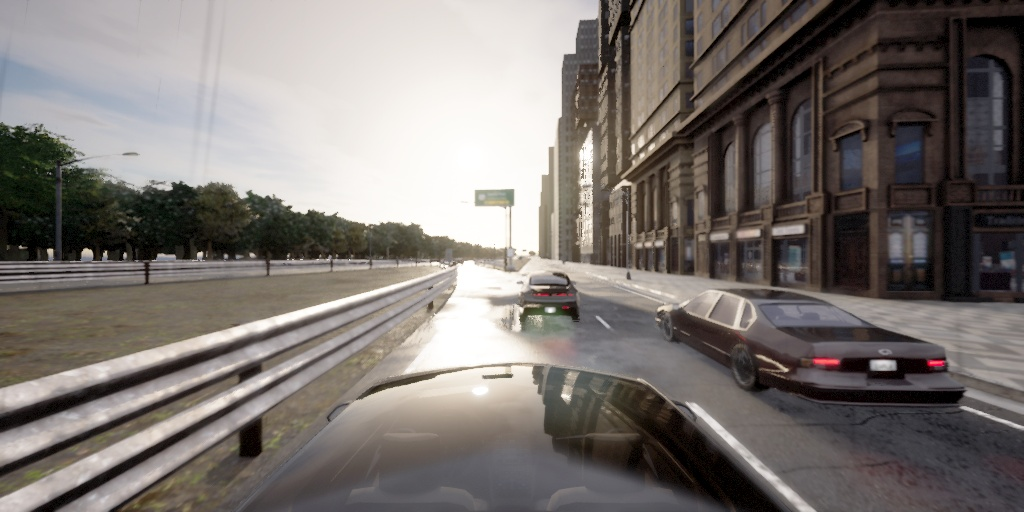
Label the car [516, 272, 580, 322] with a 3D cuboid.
[{"bbox_3d":[1.223,1.283,12.534,1.837,1.490,4.892,0,0,3],"label":"car"}]

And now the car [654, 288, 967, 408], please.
[{"bbox_3d":[4.381,1.303,6.602,2.033,1.411,5.357,0,0,3],"label":"car"}]
